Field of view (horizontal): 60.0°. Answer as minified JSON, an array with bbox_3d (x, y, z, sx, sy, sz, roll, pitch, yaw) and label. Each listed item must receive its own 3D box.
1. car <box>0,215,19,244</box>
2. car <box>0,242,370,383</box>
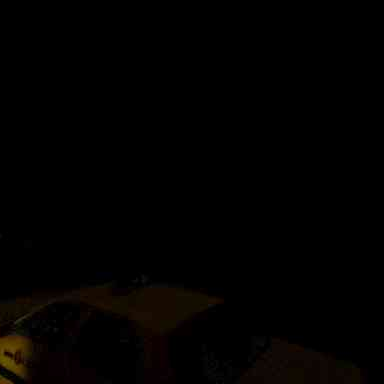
[{"bbox_3d":[-5.298,1.279,6.643,5.009,1.841,2.192,0,0,36],"label":"car"},{"bbox_3d":[-0.821,1.514,3.444,4.829,1.417,1.752,0,0,36],"label":"car"}]
